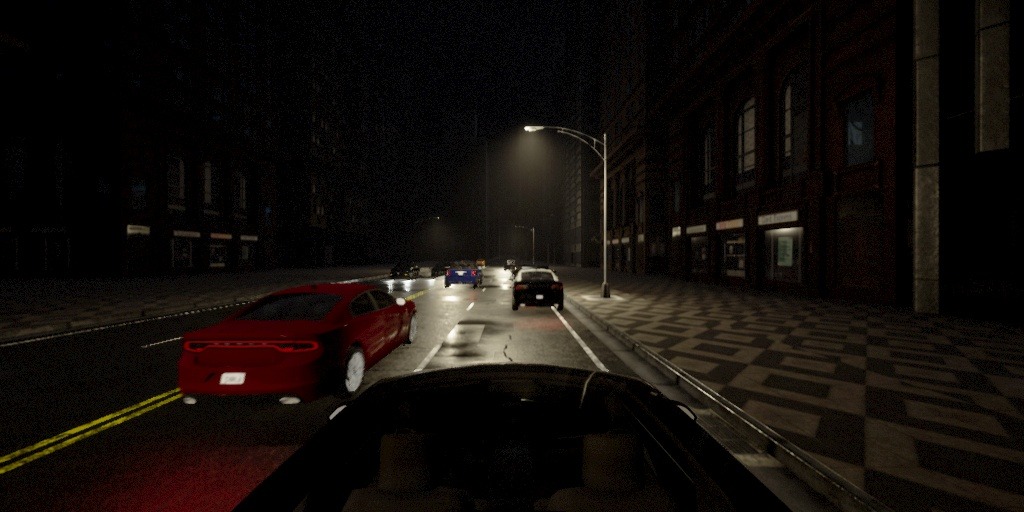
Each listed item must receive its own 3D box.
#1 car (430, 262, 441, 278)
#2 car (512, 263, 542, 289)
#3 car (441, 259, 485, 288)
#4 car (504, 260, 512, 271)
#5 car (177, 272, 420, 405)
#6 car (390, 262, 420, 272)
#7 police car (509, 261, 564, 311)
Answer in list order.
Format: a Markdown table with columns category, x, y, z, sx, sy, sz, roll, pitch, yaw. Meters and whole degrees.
| category | x | y | z | sx | sy | sz | roll | pitch | yaw |
| --- | --- | --- | --- | --- | --- | --- | --- | --- | --- |
| car | -6.697 | 1.327 | 35.288 | 1.837 | 1.490 | 4.892 | 0 | 0 | 0 |
| car | 0.909 | 1.302 | 24.720 | 1.837 | 1.490 | 4.892 | 0 | 0 | 0 |
| car | -3.215 | 1.148 | 24.562 | 2.097 | 1.767 | 4.553 | 0 | 0 | 0 |
| car | -0.122 | 1.359 | 50.141 | 2.128 | 1.511 | 4.902 | 0 | 0 | 0 |
| car | -3.161 | 1.236 | 6.527 | 1.882 | 1.535 | 5.008 | 0 | 0 | 0 |
| car | -9.941 | 1.323 | 33.575 | 1.837 | 1.490 | 4.892 | 0 | 0 | 0 |
| police car | 0.938 | 1.200 | 14.830 | 1.930 | 1.638 | 5.238 | 0 | 0 | 0 |
